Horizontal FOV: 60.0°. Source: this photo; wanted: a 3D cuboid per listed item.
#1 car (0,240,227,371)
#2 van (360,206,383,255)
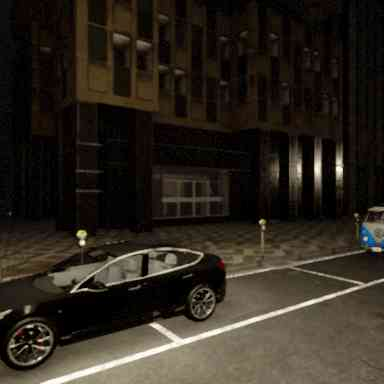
[{"bbox_3d":[-1.322,1.576,5.709,4.313,1.339,1.947,0,0,-36],"label":"car"},{"bbox_3d":[7.853,1.401,12.262,3.998,1.788,1.690,0,0,-36],"label":"van"}]
